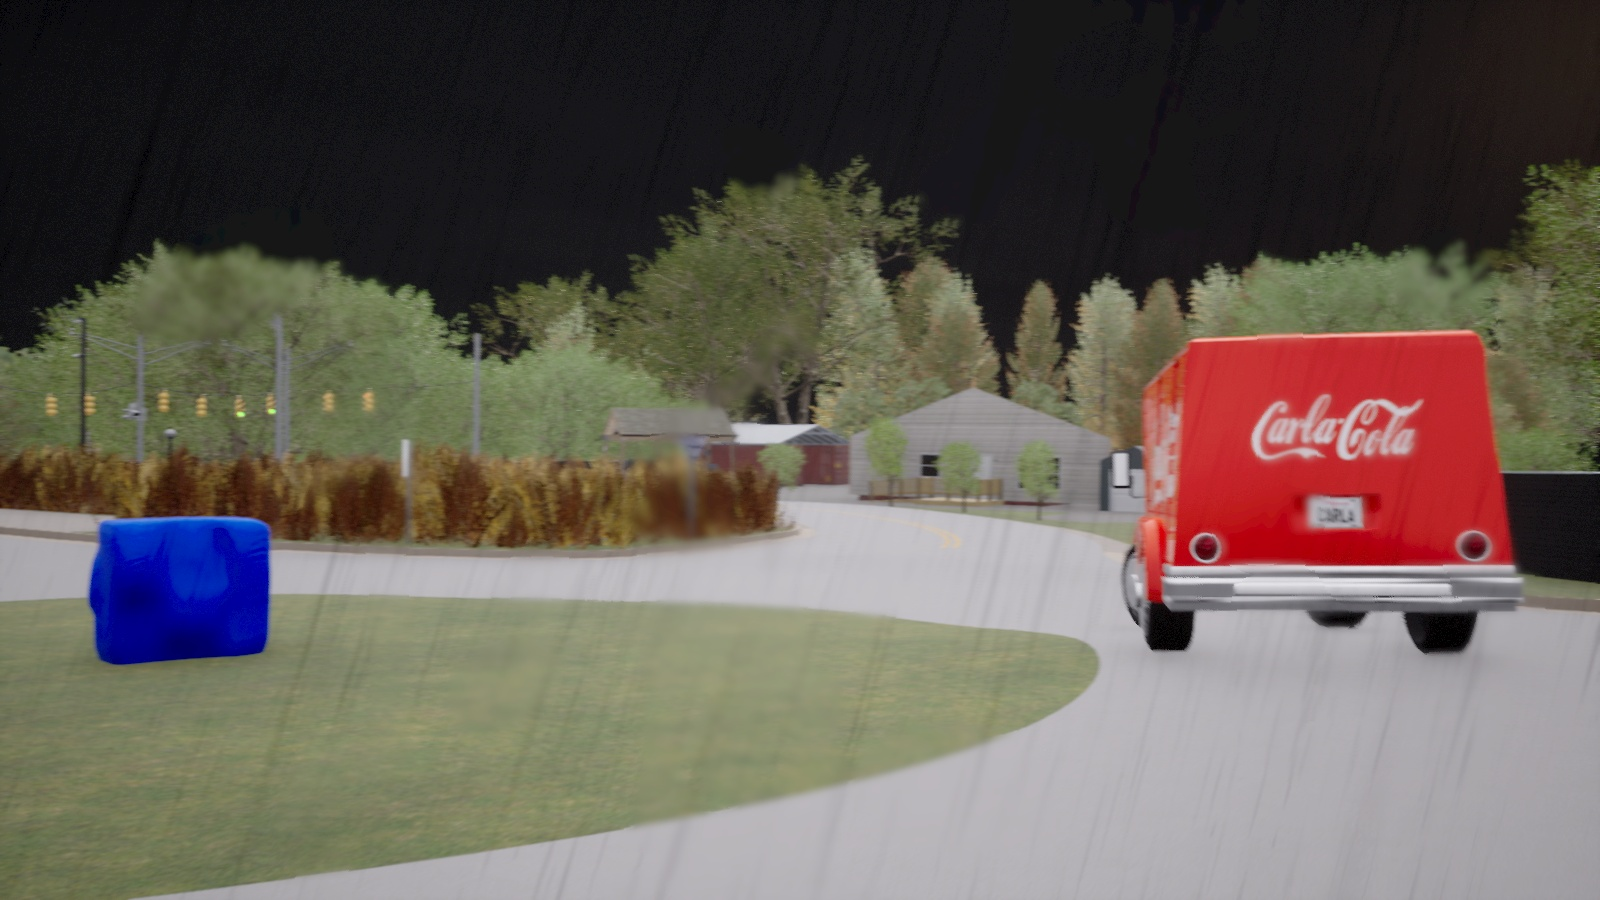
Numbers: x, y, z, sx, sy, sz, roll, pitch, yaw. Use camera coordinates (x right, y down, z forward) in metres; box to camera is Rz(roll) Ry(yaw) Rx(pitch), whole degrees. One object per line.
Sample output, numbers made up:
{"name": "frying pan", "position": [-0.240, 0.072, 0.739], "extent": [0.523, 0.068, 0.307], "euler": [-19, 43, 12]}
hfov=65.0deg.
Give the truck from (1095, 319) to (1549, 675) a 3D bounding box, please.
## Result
{"name": "truck", "position": [4.252, 0.500, 11.469], "extent": [2.627, 2.467, 5.204], "euler": [-1, -4, 9]}
